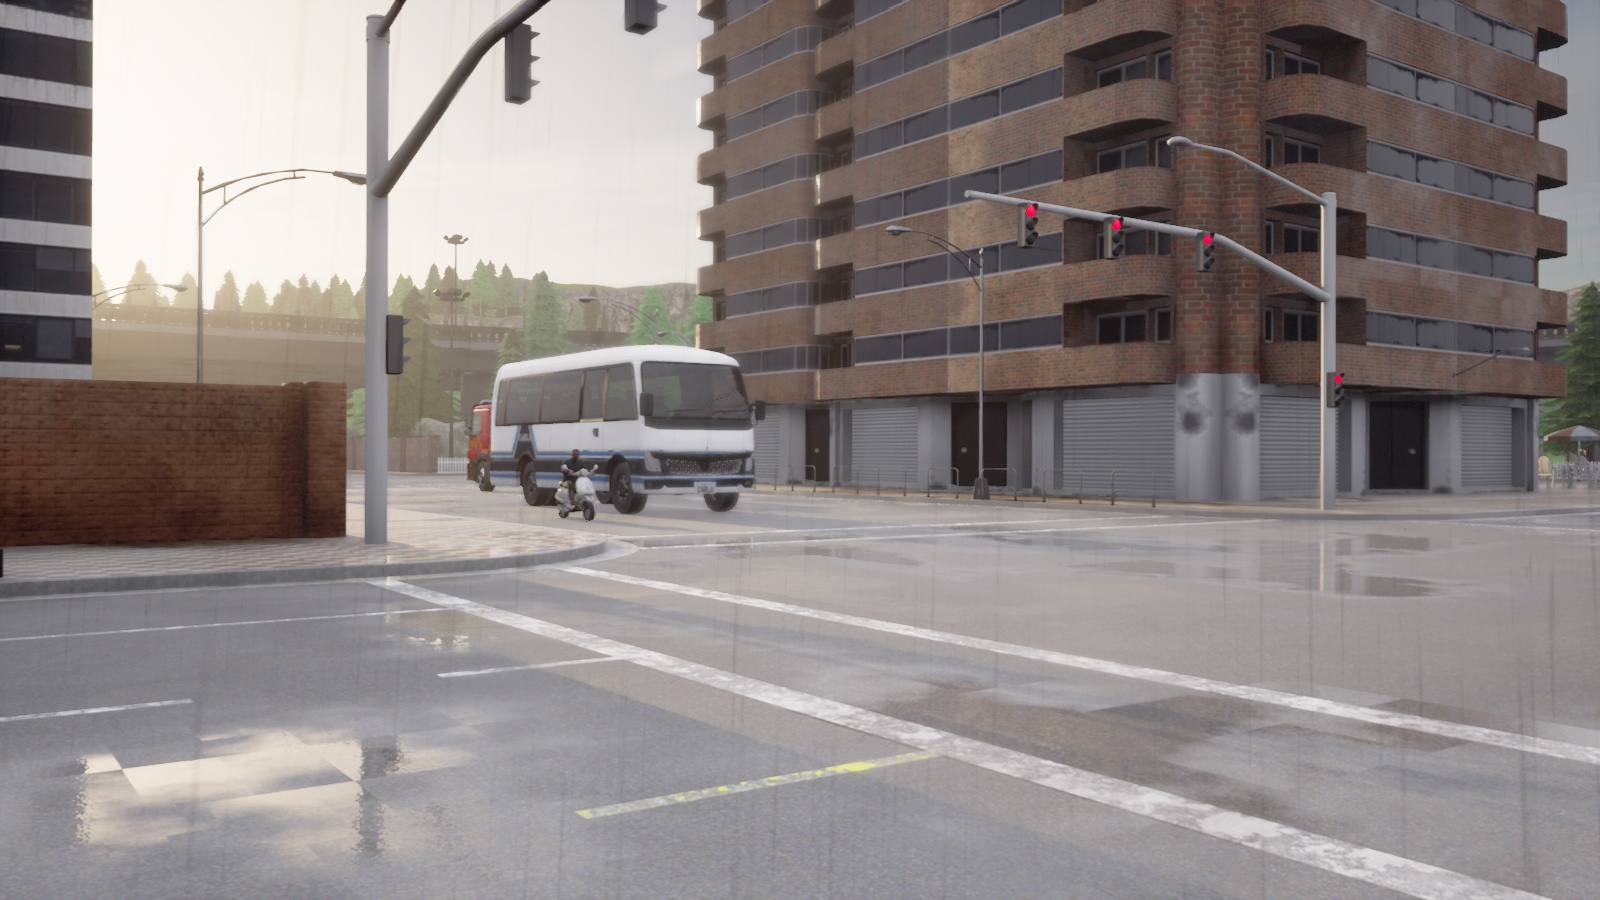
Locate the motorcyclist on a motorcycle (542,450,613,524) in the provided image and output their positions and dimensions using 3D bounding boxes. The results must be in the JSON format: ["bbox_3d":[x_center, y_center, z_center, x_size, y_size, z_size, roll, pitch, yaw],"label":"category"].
[{"bbox_3d":[-4.984,0.791,28.005,0.866,1.590,1.817,0,0,-35],"label":"motorcyclist on a motorcycle"}]

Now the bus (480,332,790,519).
[{"bbox_3d":[-4.830,-0.520,33.868,3.944,4.253,10.273,0,0,-35],"label":"bus"}]

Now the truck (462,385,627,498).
[{"bbox_3d":[-9.726,-0.262,46.899,2.891,3.827,8.468,0,0,-35],"label":"truck"}]
